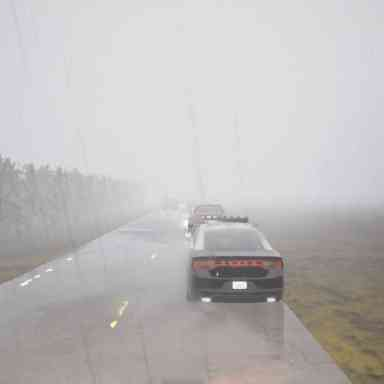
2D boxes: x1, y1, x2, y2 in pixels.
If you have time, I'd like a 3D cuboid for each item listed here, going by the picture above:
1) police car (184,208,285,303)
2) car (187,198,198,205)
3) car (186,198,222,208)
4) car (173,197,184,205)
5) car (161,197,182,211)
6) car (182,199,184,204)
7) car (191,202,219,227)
[{"bbox_3d":[0.838,1.429,8.401,1.930,1.638,5.238,0,0,0],"label":"police car"},{"bbox_3d":[0.101,1.773,63.363,1.994,1.385,4.181,0,0,0],"label":"car"},{"bbox_3d":[0.853,1.371,18.263,2.097,1.767,4.553,0,0,0],"label":"car"},{"bbox_3d":[-2.644,1.794,66.982,1.994,1.385,4.181,0,0,0],"label":"car"},{"bbox_3d":[-2.783,1.459,42.253,2.097,1.767,4.553,0,0,0],"label":"car"},{"bbox_3d":[0.101,1.672,46.015,2.033,1.411,5.357,0,0,1],"label":"car"},{"bbox_3d":[0.863,1.542,24.293,1.837,1.490,4.892,0,0,0],"label":"car"}]
